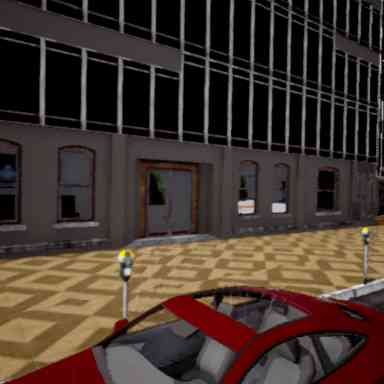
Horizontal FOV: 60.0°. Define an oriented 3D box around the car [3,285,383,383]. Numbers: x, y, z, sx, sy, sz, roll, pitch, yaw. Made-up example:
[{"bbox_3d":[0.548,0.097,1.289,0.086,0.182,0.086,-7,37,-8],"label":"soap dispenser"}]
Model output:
[{"bbox_3d":[0.220,1.542,2.653,4.206,1.307,1.802,1,1,-34],"label":"car"}]
